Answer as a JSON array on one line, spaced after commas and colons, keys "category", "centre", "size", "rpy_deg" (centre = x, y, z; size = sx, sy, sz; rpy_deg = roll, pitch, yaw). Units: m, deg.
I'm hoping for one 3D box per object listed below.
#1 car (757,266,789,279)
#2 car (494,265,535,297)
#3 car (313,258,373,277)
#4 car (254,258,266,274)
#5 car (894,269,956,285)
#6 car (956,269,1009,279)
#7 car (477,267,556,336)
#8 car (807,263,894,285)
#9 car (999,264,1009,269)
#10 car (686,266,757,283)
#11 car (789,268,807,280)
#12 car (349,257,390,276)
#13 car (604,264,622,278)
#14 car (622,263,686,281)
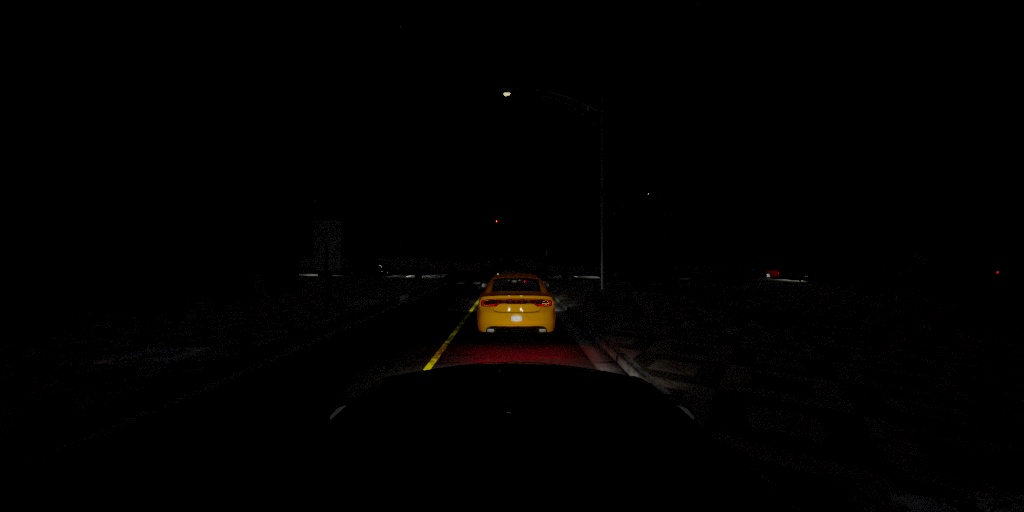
[{"category": "car", "centre": [29.085, 1.779, 39.464], "size": [4.507, 1.381, 1.888], "rpy_deg": [0, 0, 0]}, {"category": "car", "centre": [0.110, 1.304, 20.223], "size": [2.033, 1.411, 5.357], "rpy_deg": [0, 0, 0]}, {"category": "car", "centre": [-14.766, 1.127, 30.872], "size": [4.403, 1.370, 2.007], "rpy_deg": [0, 0, 0]}, {"category": "car", "centre": [-23.881, 0.942, 33.637], "size": [4.902, 1.511, 2.128], "rpy_deg": [1, 0, 0]}, {"category": "car", "centre": [34.715, 1.874, 30.935], "size": [4.507, 1.381, 1.888], "rpy_deg": [0, 0, 0]}, {"category": "car", "centre": [40.365, 2.006, 30.931], "size": [4.207, 1.307, 1.802], "rpy_deg": [0, 0, 0]}, {"category": "car", "centre": [0.103, 1.231, 10.396], "size": [1.882, 1.535, 5.008], "rpy_deg": [0, 0, 0]}, {"category": "car", "centre": [29.071, 1.551, 30.939], "size": [5.009, 1.841, 2.192], "rpy_deg": [0, 0, 0]}, {"category": "car", "centre": [48.967, 1.790, 33.585], "size": [5.566, 2.045, 2.150], "rpy_deg": [1, 0, 0]}, {"category": "car", "centre": [17.954, 1.581, 30.946], "size": [4.829, 1.417, 1.751], "rpy_deg": [0, 0, 0]}, {"category": "car", "centre": [31.884, 1.786, 36.786], "size": [4.892, 1.490, 1.837], "rpy_deg": [1, 0, 0]}, {"category": "car", "centre": [-13.883, 0.940, 33.584], "size": [4.553, 1.767, 2.097], "rpy_deg": [1, 0, 1]}, {"category": "car", "centre": [11.900, 1.469, 36.808], "size": [4.892, 1.490, 1.837], "rpy_deg": [1, 0, 0]}, {"category": "car", "centre": [12.142, 1.534, 30.950], "size": [4.313, 1.339, 1.948], "rpy_deg": [0, 0, 0]}]
